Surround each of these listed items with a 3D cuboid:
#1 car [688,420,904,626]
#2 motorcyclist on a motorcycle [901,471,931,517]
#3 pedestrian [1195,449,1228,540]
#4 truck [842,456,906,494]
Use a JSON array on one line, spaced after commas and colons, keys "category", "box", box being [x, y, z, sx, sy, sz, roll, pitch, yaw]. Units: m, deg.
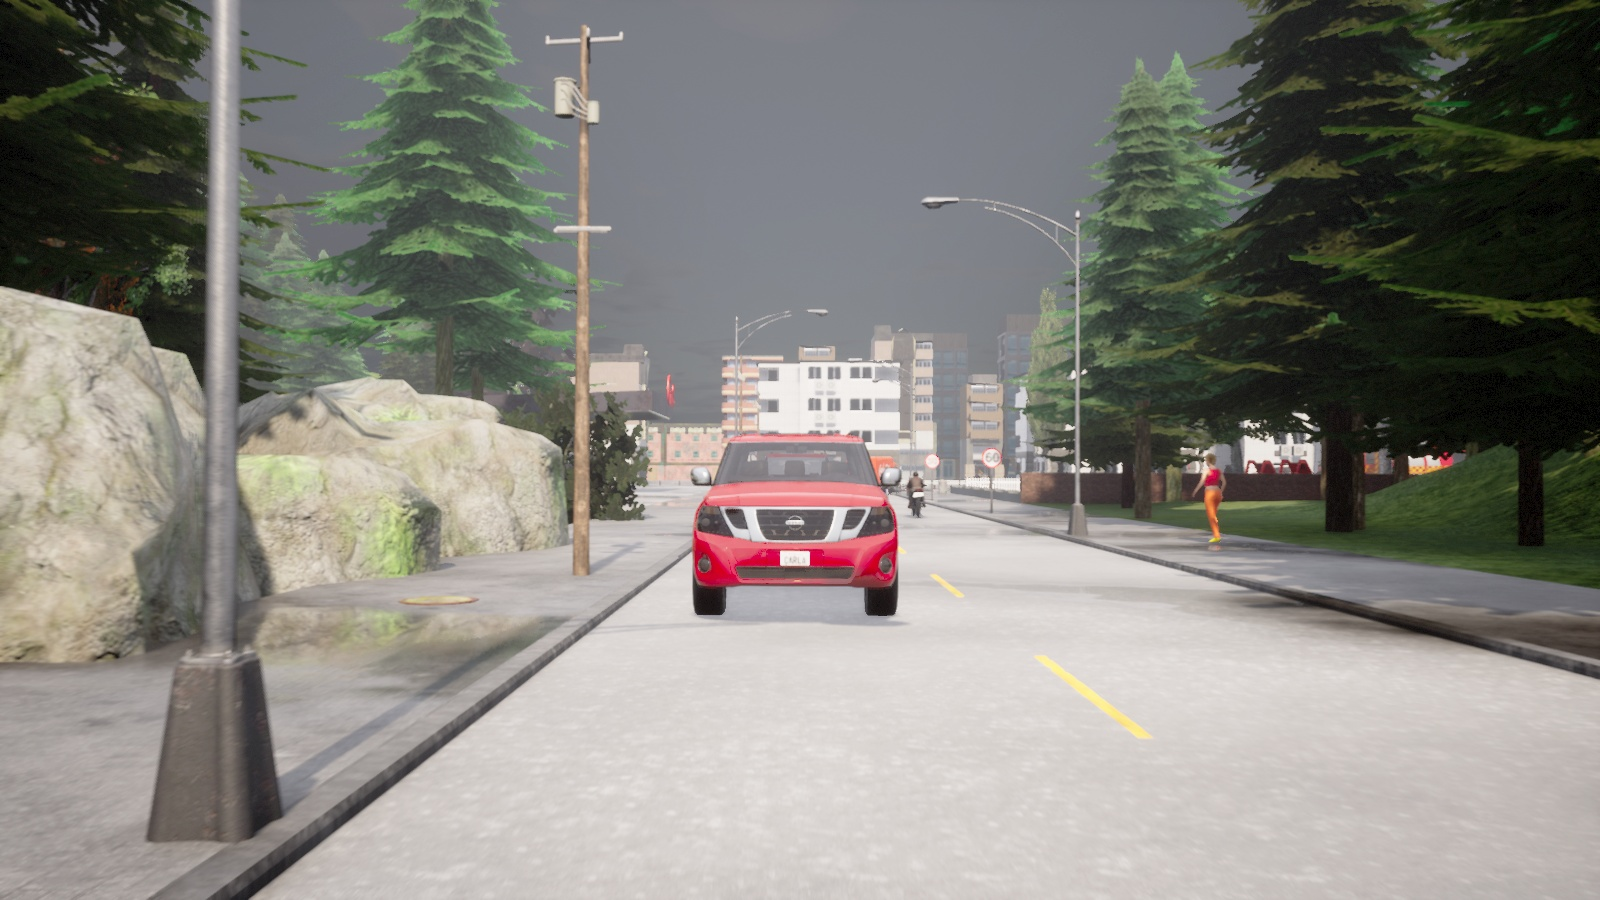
[{"category": "car", "box": [-0.038, 0.785, 15.299, 2.150, 2.045, 5.566, 0, -1, 0]}, {"category": "motorcyclist on a motorcycle", "box": [3.890, 1.468, 42.221, 0.797, 1.523, 2.044, 0, -1, 0]}, {"category": "pedestrian", "box": [8.500, 0.912, 25.935, 0.345, 1.836, 0.594, 0, -1, -18]}, {"category": "truck", "box": [5.065, 1.696, 85.066, 2.627, 2.467, 5.204, -1, -1, 24]}]
